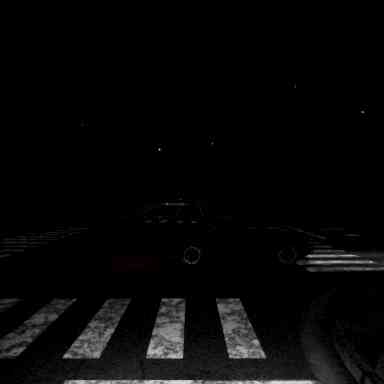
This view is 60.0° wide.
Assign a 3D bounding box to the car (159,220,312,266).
[{"bbox_3d":[1.357,1.603,10.935,4.718,1.301,1.895,0,0,0],"label":"car"}]

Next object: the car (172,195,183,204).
[{"bbox_3d":[-2.991,1.493,69.273,2.097,1.767,4.553,0,0,0],"label":"car"}]
